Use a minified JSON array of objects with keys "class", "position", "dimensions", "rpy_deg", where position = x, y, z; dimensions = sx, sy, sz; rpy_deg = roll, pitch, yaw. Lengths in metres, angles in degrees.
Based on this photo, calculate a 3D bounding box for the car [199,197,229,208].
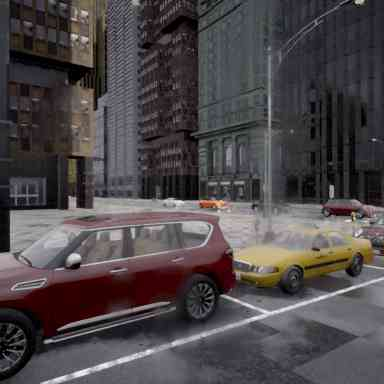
[{"class":"car","position":[2.918,1.457,45.245],"dimensions":[2.097,1.767,4.553],"rpy_deg":[0,0,-36]}]

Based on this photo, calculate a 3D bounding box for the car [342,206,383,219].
[{"class":"car","position":[7.627,1.439,12.094],"dimensions":[4.097,1.590,1.967],"rpy_deg":[0,0,-36]}]

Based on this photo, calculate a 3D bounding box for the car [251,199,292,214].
[{"class":"car","position":[8.780,1.579,36.998],"dimensions":[1.837,1.490,4.892],"rpy_deg":[0,0,-35]}]

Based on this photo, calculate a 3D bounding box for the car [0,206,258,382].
[{"class":"car","position":[-1.495,1.315,5.587],"dimensions":[5.009,1.841,2.192],"rpy_deg":[0,0,-36]}]

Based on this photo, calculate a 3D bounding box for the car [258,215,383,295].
[{"class":"car","position":[2.928,1.525,8.742],"dimensions":[4.829,1.417,1.752],"rpy_deg":[0,0,-36]}]

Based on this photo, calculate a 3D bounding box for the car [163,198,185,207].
[{"class":"car","position":[-2.941,1.659,53.516],"dimensions":[1.812,1.442,4.674],"rpy_deg":[0,0,-36]}]

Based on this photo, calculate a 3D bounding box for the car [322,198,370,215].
[{"class":"car","position":[14.022,1.399,29.642],"dimensions":[2.097,1.767,4.553],"rpy_deg":[0,0,-35]}]
